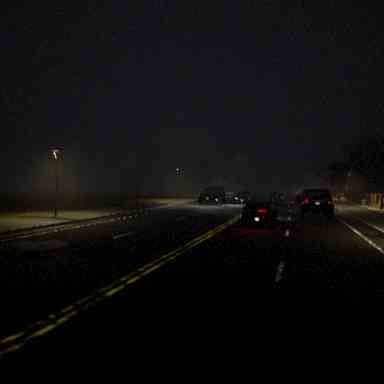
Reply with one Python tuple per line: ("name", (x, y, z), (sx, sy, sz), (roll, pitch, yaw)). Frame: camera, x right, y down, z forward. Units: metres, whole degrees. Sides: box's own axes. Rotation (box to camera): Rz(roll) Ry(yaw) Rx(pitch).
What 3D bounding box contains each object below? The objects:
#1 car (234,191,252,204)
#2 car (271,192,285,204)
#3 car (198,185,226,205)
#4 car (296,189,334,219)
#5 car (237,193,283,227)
("car", (6.039, 0.623, 38.014), (1.837, 1.490, 4.892), (2, 1, 16))
("car", (10.624, 0.671, 41.550), (2.033, 1.411, 5.357), (2, 2, 16))
("car", (2.345, 0.291, 36.906), (2.150, 2.045, 5.566), (2, 1, 16))
("car", (8.945, 0.768, 24.160), (2.150, 2.045, 5.566), (2, 2, 17))
("car", (4.027, 1.073, 19.161), (1.837, 1.490, 4.892), (2, 2, 17))
